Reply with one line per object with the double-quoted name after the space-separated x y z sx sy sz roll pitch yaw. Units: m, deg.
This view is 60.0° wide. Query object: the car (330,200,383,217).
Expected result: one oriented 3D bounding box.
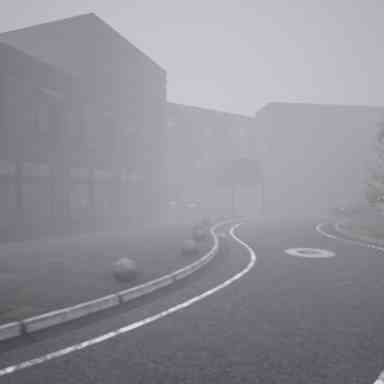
14.679 1.439 29.600 4.674 1.442 1.812 0 0 -13 "car"
